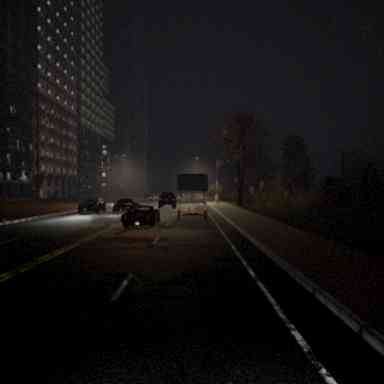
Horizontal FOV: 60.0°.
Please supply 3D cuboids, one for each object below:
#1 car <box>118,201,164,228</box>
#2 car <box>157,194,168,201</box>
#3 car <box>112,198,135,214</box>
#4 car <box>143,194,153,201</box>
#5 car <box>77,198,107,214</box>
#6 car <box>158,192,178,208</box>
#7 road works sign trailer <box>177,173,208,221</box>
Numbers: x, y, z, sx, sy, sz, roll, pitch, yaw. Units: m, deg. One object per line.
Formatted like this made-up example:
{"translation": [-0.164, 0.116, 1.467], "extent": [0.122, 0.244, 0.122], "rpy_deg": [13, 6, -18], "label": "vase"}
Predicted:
{"translation": [-3.137, 1.505, 21.277], "extent": [1.895, 1.301, 4.718], "rpy_deg": [0, 0, 0], "label": "car"}
{"translation": [-6.462, 1.205, 73.898], "extent": [1.994, 1.385, 4.181], "rpy_deg": [0, 0, 0], "label": "car"}
{"translation": [-6.564, 1.357, 33.014], "extent": [1.837, 1.490, 4.892], "rpy_deg": [0, 1, 0], "label": "car"}
{"translation": [-9.712, 1.153, 73.899], "extent": [1.837, 1.490, 4.892], "rpy_deg": [0, 0, 0], "label": "car"}
{"translation": [-9.814, 1.346, 32.987], "extent": [2.128, 1.511, 4.902], "rpy_deg": [0, 0, 0], "label": "car"}
{"translation": [-3.127, 1.032, 43.327], "extent": [2.150, 2.045, 5.566], "rpy_deg": [0, 0, 0], "label": "car"}
{"translation": [0.013, 0.350, 25.536], "extent": [2.380, 3.560, 2.880], "rpy_deg": [0, 0, 0], "label": "road works sign trailer"}
